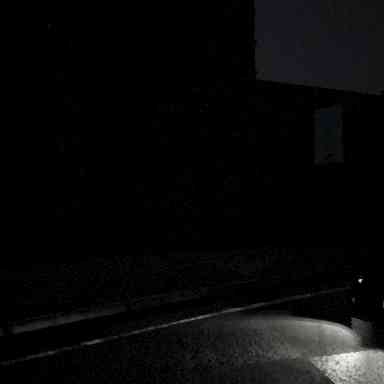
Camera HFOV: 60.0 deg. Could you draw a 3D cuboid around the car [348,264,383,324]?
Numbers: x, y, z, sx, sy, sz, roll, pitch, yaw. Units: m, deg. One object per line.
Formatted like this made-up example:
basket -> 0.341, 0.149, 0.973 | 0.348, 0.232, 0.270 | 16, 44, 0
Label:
car -> 4.849, 1.559, 5.855 | 4.181, 1.385, 1.994 | 0, 0, -24
